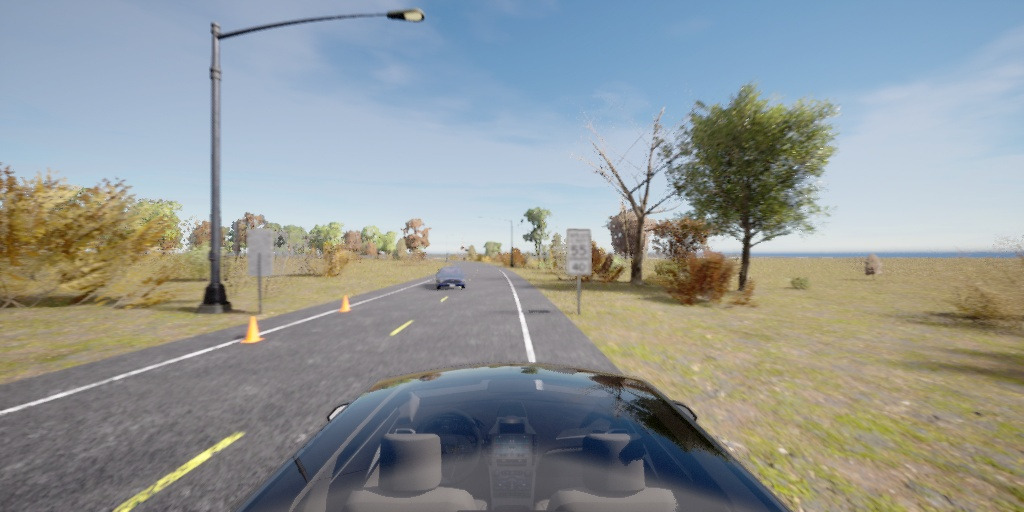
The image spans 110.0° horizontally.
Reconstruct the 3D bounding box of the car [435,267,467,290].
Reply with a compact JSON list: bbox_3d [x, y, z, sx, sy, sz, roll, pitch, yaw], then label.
[{"bbox_3d":[-4.142,1.417,24.172,2.033,1.411,5.357,0,0,-12],"label":"car"}]

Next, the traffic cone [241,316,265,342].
[{"bbox_3d":[-6.269,1.758,8.681,0.340,0.580,0.340,0,0,-1],"label":"traffic cone"}]

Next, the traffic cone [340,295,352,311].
[{"bbox_3d":[-6.339,1.782,13.656,0.340,0.580,0.340,0,0,-1],"label":"traffic cone"}]
